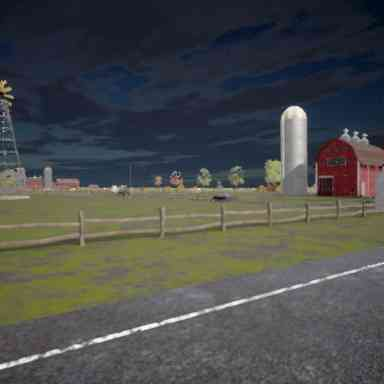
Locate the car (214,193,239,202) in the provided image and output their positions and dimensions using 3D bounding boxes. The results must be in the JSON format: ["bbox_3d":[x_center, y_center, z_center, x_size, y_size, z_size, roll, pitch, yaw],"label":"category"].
[{"bbox_3d":[5.729,0.869,56.067,1.882,1.535,5.008,-1,1,-35],"label":"car"}]
